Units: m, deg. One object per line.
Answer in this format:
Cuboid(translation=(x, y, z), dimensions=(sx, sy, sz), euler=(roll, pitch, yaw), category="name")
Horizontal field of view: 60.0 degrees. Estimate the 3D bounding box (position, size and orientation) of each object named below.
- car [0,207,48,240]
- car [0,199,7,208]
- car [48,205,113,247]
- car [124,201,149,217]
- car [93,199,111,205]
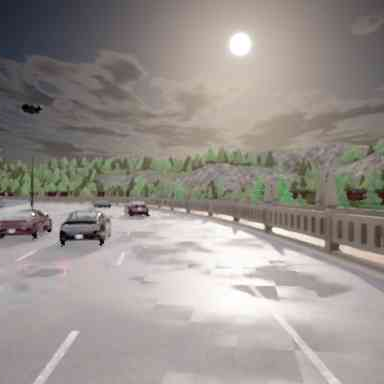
Cuboid(translation=(-8.742, 1.638, 17.621), dimensions=(1.812, 1.442, 4.674), euler=(0, 0, -10), category="car")
Cuboid(translation=(-28.780, 1.829, 49.485), dimensions=(2.128, 1.511, 4.902), euler=(0, 0, -32), category="car")
Cuboid(translation=(-4.859, 1.574, 15.620), dimensions=(2.128, 1.511, 4.902), euler=(0, 0, -9), category="car")
Cuboid(translation=(-5.583, 1.653, 33.272), dimensions=(2.163, 1.488, 4.792), euler=(0, 0, -18), category="car")
Cuboid(translation=(-14.237, 1.830, 52.767), dimensions=(1.994, 1.385, 4.181), euler=(0, 0, -30), category="car")
